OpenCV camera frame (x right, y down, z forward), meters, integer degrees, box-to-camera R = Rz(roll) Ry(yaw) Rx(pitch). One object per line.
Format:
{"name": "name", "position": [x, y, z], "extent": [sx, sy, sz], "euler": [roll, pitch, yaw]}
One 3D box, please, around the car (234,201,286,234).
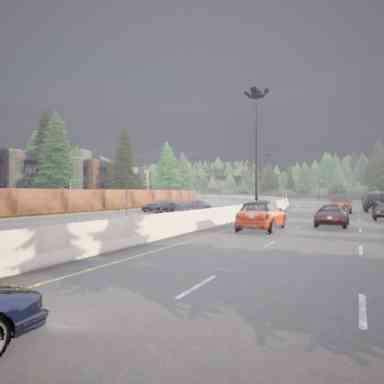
{"name": "car", "position": [4.126, 1.352, 19.565], "extent": [2.097, 1.767, 4.553], "euler": [0, 0, 27]}

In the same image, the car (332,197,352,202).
{"name": "car", "position": [15.736, 1.351, 35.250], "extent": [2.097, 1.767, 4.553], "euler": [0, 0, 25]}

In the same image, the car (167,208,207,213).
{"name": "car", "position": [0.066, 1.503, 27.547], "extent": [1.837, 1.490, 4.892], "euler": [0, 0, 27]}

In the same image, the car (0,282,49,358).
{"name": "car", "position": [-4.123, 1.547, 3.129], "extent": [2.033, 1.411, 5.357], "euler": [0, 0, 27]}

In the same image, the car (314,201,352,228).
{"name": "car", "position": [9.331, 1.561, 22.132], "extent": [1.994, 1.385, 4.181], "euler": [0, 0, 27]}

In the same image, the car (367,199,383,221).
{"name": "car", "position": [15.742, 1.546, 27.111], "extent": [2.033, 1.411, 5.357], "euler": [0, 0, 27]}

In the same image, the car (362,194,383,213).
{"name": "car", "position": [20.331, 1.220, 37.011], "extent": [2.150, 2.045, 5.566], "euler": [0, 0, 23]}
